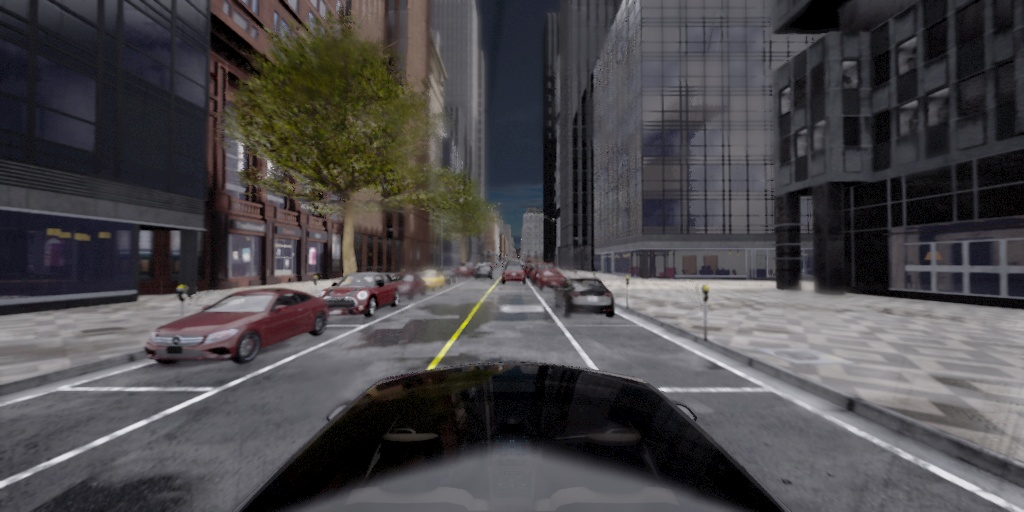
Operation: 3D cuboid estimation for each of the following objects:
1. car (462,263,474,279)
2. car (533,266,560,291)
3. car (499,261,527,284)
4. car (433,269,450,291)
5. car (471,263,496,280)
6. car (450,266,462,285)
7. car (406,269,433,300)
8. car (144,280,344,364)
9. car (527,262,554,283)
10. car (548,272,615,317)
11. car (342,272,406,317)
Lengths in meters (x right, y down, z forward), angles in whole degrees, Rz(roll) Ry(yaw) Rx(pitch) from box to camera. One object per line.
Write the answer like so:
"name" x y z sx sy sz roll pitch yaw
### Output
"car" -5.791 1.924 42.137 1.888 1.381 4.507 0 0 0
"car" 2.705 1.654 25.200 1.888 1.381 4.507 0 0 0
"car" 0.149 1.576 32.442 2.097 1.767 4.553 0 -1 0
"car" -5.821 1.632 25.051 1.751 1.417 4.829 0 0 0
"car" -3.037 1.841 39.447 1.837 1.490 4.892 0 -1 0
"car" -5.811 1.762 30.860 1.948 1.339 4.313 0 0 0
"car" -5.830 1.600 19.583 1.802 1.307 4.207 0 0 0
"car" -5.850 1.428 8.306 1.802 1.307 4.207 0 0 0
"car" 2.715 1.514 30.839 2.192 1.841 5.009 0 0 0
"car" 2.685 1.499 13.924 1.948 1.339 4.313 0 0 0
"car" -5.840 1.371 13.944 1.967 1.591 4.097 0 0 0
